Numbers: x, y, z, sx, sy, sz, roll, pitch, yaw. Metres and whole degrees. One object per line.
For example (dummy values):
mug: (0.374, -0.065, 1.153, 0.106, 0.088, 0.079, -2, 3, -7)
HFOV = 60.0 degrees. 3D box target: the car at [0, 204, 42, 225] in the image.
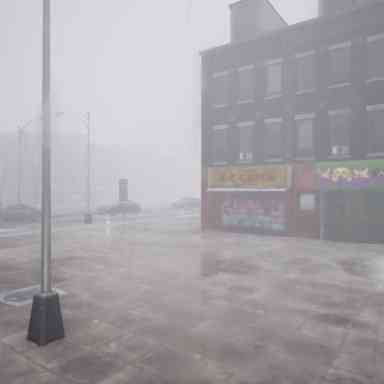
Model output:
car: (-12.752, 1.514, 23.489, 1.994, 1.385, 4.181, 0, 0, 36)

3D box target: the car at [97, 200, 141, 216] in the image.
car: (-6.881, 1.438, 31.801, 1.812, 1.442, 4.674, 0, 0, 35)

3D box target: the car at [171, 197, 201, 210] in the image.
car: (-0.564, 1.380, 40.726, 1.837, 1.490, 4.892, 0, 0, 35)
